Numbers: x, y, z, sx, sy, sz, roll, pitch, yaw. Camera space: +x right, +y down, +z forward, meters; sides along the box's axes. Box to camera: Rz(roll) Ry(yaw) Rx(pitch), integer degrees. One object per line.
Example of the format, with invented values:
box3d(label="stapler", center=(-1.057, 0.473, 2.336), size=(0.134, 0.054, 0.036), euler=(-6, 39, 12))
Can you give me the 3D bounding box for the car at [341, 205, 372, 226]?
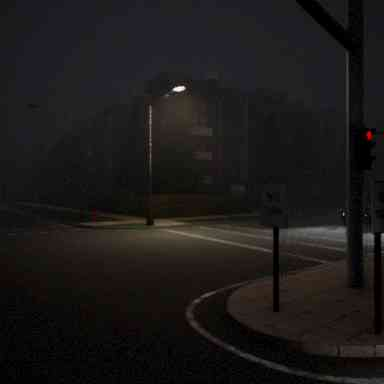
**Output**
box3d(label="car", center=(12.209, 1.548, 22.726), size=(4.718, 1.301, 1.895), euler=(0, 0, -36))
